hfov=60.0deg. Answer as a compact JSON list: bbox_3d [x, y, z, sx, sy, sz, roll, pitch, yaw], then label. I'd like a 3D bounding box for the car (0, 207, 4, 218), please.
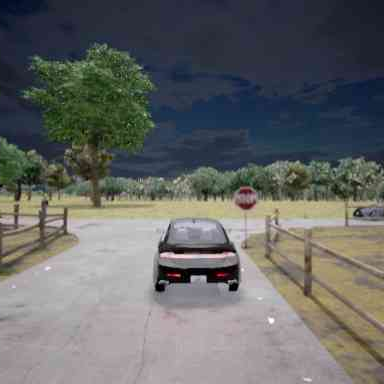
[{"bbox_3d":[-15.156,1.053,21.255,5.566,2.045,2.150,0,-1,1],"label":"car"}]

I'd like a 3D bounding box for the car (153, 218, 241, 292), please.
[{"bbox_3d":[0.058,1.426,8.723,2.128,1.511,4.902,0,0,-2],"label":"car"}]

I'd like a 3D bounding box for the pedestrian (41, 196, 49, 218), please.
[{"bbox_3d":[-12.086,1.195,27.267,0.375,1.860,0.375,0,-1,0],"label":"pedestrian"}]

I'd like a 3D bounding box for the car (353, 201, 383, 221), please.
[{"bbox_3d":[14.021,1.354,24.155,4.181,1.385,1.994,0,-1,1],"label":"car"}]
